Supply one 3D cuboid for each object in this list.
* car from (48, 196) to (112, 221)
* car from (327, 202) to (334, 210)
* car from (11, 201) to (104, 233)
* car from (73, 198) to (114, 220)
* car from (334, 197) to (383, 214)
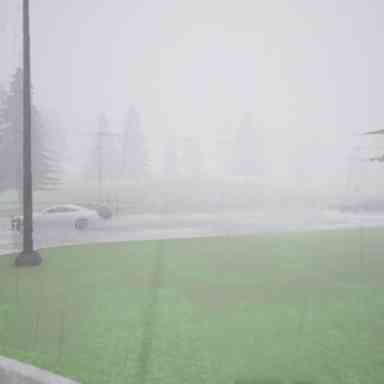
[{"bbox_3d":[-8.709,1.232,26.002,4.553,1.767,2.097,0,0,-19],"label":"car"},{"bbox_3d":[16.253,1.279,34.673,4.181,1.385,1.994,0,0,-19],"label":"car"},{"bbox_3d":[-7.666,1.444,18.941,4.674,1.442,1.812,0,0,-19],"label":"car"},{"bbox_3d":[-7.854,1.402,22.594,4.892,1.490,1.837,0,0,-19],"label":"car"},{"bbox_3d":[16.153,1.216,30.934,5.008,1.535,1.882,0,0,-19],"label":"car"}]
